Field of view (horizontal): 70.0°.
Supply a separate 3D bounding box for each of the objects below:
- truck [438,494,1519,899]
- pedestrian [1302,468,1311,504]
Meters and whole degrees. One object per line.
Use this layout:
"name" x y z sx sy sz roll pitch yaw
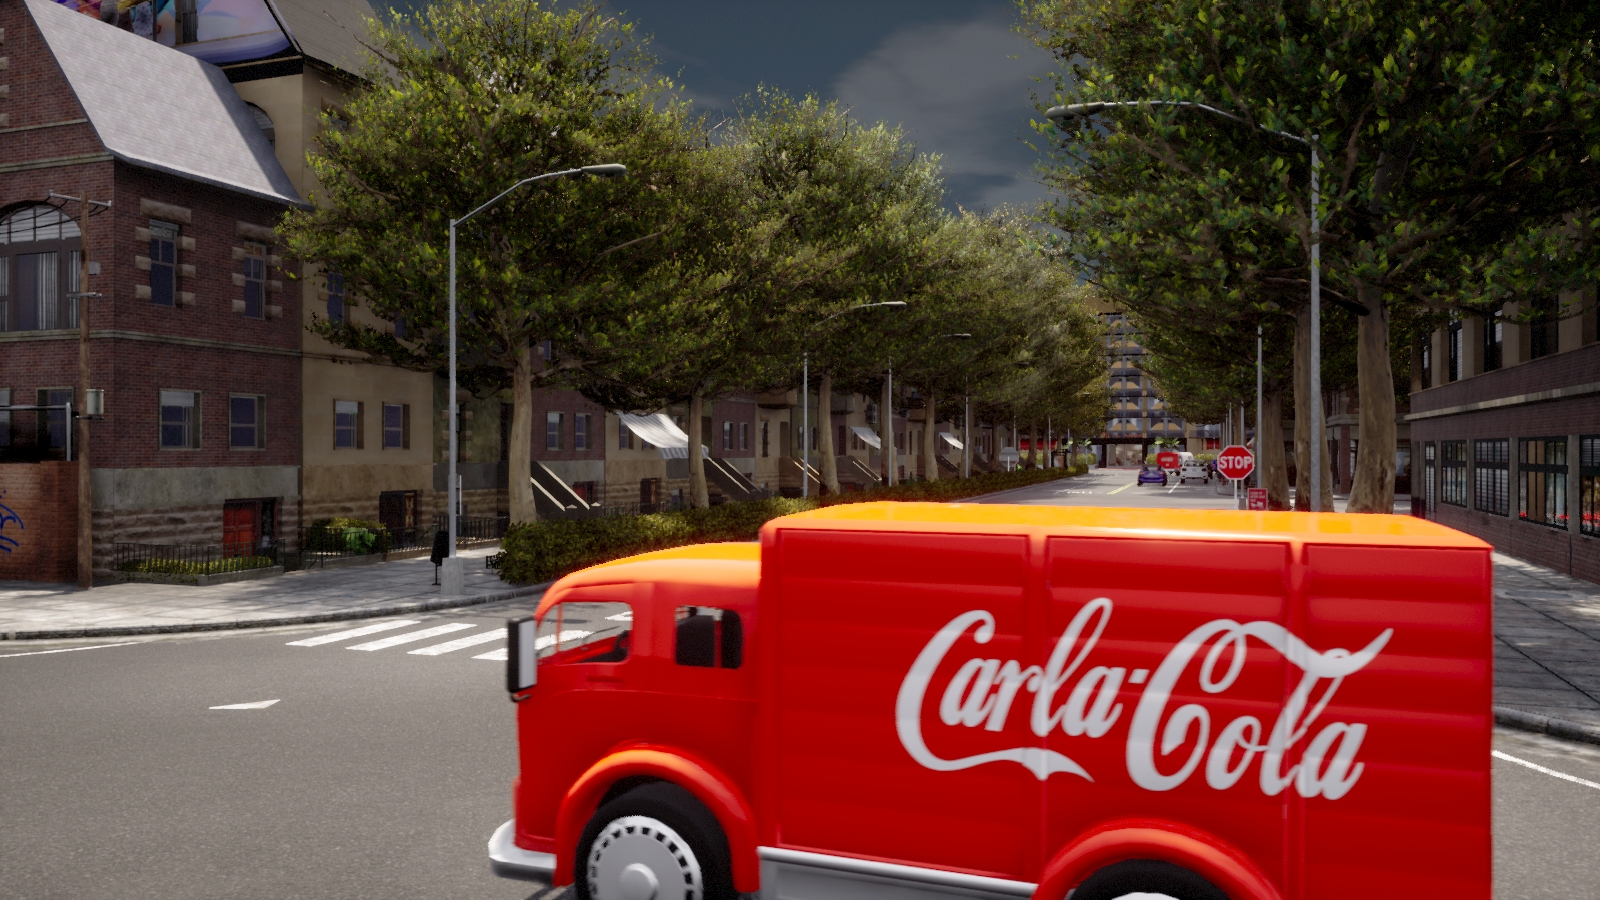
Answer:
"truck" 0.884 1.569 6.697 5.204 2.467 2.627 0 0 20
"pedestrian" 26.072 1.848 58.850 0.375 1.860 0.375 0 0 18
